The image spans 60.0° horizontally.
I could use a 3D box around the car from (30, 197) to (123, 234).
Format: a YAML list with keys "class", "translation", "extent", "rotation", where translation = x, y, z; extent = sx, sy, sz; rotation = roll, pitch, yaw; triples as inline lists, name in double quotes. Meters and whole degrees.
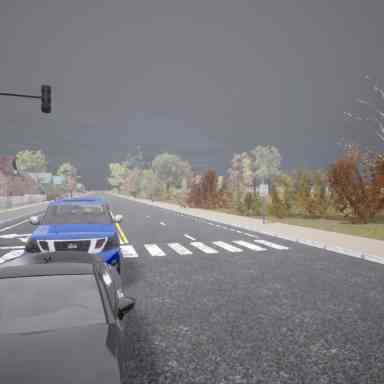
- class: "car"
  translation: [-3.363, 1.218, 9.936]
  extent: [2.150, 2.045, 5.566]
  rotation: [0, 0, -16]

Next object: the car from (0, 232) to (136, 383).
- class: "car"
  translation: [-1.693, 1.524, 3.855]
  extent: [1.812, 1.442, 4.674]
  rotation: [0, 0, -13]

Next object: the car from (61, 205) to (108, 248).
- class: "car"
  translation: [-5.052, 1.499, 15.999]
  extent: [1.837, 1.490, 4.892]
  rotation: [0, 0, -16]

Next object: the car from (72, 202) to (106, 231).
- class: "car"
  translation: [-6.650, 1.468, 21.737]
  extent: [1.882, 1.535, 5.008]
  rotation: [0, 0, -16]

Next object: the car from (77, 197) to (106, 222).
- class: "car"
  translation: [-8.239, 1.338, 27.462]
  extent: [2.097, 1.767, 4.553]
  rotation: [0, 0, -16]
